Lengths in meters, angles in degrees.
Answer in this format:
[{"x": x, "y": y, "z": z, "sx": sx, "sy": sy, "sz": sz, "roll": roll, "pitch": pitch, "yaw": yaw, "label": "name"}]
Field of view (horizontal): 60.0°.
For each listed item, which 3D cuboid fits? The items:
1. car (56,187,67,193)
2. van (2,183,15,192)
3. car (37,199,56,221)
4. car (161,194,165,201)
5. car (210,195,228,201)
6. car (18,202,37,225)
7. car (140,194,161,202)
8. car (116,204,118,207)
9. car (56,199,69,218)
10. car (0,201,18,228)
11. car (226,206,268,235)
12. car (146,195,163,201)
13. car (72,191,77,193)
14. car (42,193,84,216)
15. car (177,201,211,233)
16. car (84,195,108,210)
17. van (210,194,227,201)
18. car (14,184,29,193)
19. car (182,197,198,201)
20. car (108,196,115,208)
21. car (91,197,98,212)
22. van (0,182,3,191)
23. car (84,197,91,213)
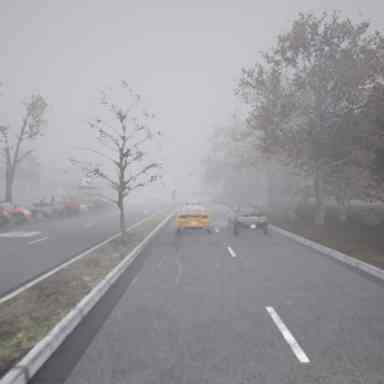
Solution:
[{"x": -31.178, "y": -0.017, "z": 79.538, "sx": 2.435, "sy": 2.045, "sz": 5.566, "roll": 6, "pitch": -3, "yaw": -19, "label": "car"}, {"x": -43.162, "y": -1.083, "z": 79.532, "sx": 1.878, "sy": 1.987, "sz": 4.442, "roll": 6, "pitch": -3, "yaw": -19, "label": "van"}, {"x": -13.809, "y": 1.583, "z": 26.746, "sx": 4.892, "sy": 1.521, "sz": 2.231, "roll": -1, "pitch": -1, "yaw": -20, "label": "car"}, {"x": -10.822, "y": 1.798, "z": 91.597, "sx": 5.366, "sy": 1.575, "sz": 1.946, "roll": -1, "pitch": -1, "yaw": -15, "label": "car"}, {"x": 7.643, "y": 1.641, "z": 94.176, "sx": 4.553, "sy": 1.767, "sz": 2.185, "roll": 1, "pitch": -1, "yaw": -14, "label": "car"}, {"x": -13.837, "y": 1.436, "z": 23.737, "sx": 4.553, "sy": 1.767, "sz": 2.185, "roll": -1, "pitch": -1, "yaw": -20, "label": "car"}, {"x": -11.466, "y": 1.823, "z": 88.605, "sx": 4.792, "sy": 1.488, "sz": 2.163, "roll": -1, "pitch": 0, "yaw": -15, "label": "car"}, {"x": -13.637, "y": 1.639, "z": 50.798, "sx": 4.553, "sy": 1.767, "sz": 2.185, "roll": -1, "pitch": 0, "yaw": -19, "label": "car"}, {"x": -13.825, "y": 1.632, "z": 29.730, "sx": 4.792, "sy": 1.488, "sz": 2.163, "roll": -1, "pitch": 0, "yaw": -20, "label": "car"}, {"x": -13.775, "y": 1.418, "z": 20.751, "sx": 4.553, "sy": 1.767, "sz": 2.185, "roll": -1, "pitch": 0, "yaw": -20, "label": "car"}, {"x": 3.098, "y": 1.538, "z": 19.281, "sx": 2.128, "sy": 1.511, "sz": 4.902, "roll": 0, "pitch": 0, "yaw": 0, "label": "car"}, {"x": -10.730, "y": 1.697, "z": 94.550, "sx": 4.553, "sy": 1.767, "sz": 2.185, "roll": -1, "pitch": -1, "yaw": -14, "label": "car"}, {"x": -28.184, "y": 0.545, "z": 79.475, "sx": 2.002, "sy": 1.452, "sz": 4.674, "roll": 6, "pitch": -3, "yaw": -19, "label": "car"}, {"x": -13.826, "y": 1.374, "z": 32.736, "sx": 5.566, "sy": 2.045, "sz": 2.435, "roll": -1, "pitch": 0, "yaw": -20, "label": "car"}, {"x": 0.099, "y": 1.528, "z": 20.185, "sx": 1.882, "sy": 1.535, "sz": 5.008, "roll": 0, "pitch": 0, "yaw": 0, "label": "car"}, {"x": -13.798, "y": 1.443, "z": 41.749, "sx": 5.566, "sy": 2.045, "sz": 2.435, "roll": -1, "pitch": 0, "yaw": -20, "label": "car"}, {"x": 7.261, "y": 1.524, "z": 91.207, "sx": 4.442, "sy": 1.987, "sz": 1.878, "roll": 1, "pitch": 0, "yaw": -14, "label": "van"}, {"x": -40.217, "y": -0.583, "z": 79.590, "sx": 2.231, "sy": 1.521, "sz": 4.892, "roll": 6, "pitch": -3, "yaw": -19, "label": "car"}, {"x": 0.115, "y": 1.651, "z": 37.871, "sx": 1.882, "sy": 1.535, "sz": 5.008, "roll": 0, "pitch": 0, "yaw": 0, "label": "car"}, {"x": -13.726, "y": 1.466, "z": 44.785, "sx": 5.566, "sy": 2.045, "sz": 2.435, "roll": -1, "pitch": -1, "yaw": -20, "label": "car"}, {"x": -13.777, "y": 1.711, "z": 38.751, "sx": 4.674, "sy": 1.452, "sz": 2.002, "roll": -1, "pitch": 0, "yaw": -20, "label": "car"}, {"x": -46.178, "y": -1.356, "z": 79.562, "sx": 1.878, "sy": 1.987, "sz": 4.442, "roll": 6, "pitch": -3, "yaw": -19, "label": "van"}, {"x": -13.966, "y": 1.646, "z": 35.684, "sx": 5.366, "sy": 1.575, "sz": 1.946, "roll": -1, "pitch": 0, "yaw": -20, "label": "car"}]
